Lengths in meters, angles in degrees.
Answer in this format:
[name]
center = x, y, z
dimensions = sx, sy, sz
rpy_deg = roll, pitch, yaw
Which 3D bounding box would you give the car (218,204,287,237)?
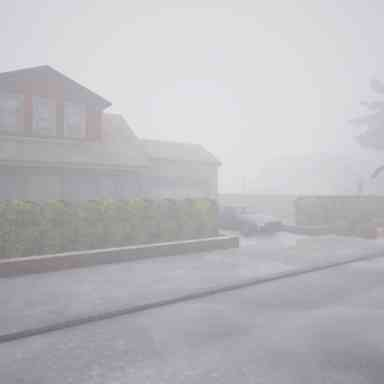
[car]
center = 2.260, 1.353, 16.995
dimensions = 2.033, 1.415, 5.357
rpy_deg = 0, 0, -33
